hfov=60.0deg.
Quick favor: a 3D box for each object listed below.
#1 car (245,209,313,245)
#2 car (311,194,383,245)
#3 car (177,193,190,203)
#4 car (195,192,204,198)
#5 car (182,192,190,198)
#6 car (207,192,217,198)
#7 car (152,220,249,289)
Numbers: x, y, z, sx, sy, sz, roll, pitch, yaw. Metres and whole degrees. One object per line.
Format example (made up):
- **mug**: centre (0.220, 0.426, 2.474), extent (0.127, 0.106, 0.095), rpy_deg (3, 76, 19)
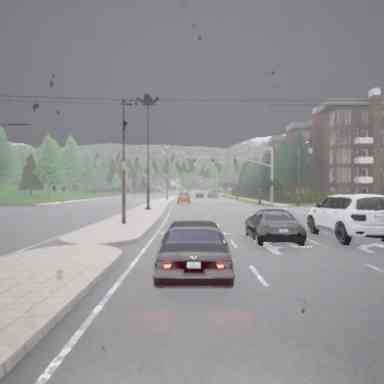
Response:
- **car**: centre (3.580, 1.448, 14.818), extent (1.994, 1.385, 4.181), rpy_deg (0, 0, 1)
- **car**: centre (7.042, 1.104, 14.919), extent (2.150, 2.045, 5.566), rpy_deg (0, 0, 0)
- **car**: centre (-1.340, 0.926, 54.840), extent (2.097, 1.767, 4.553), rpy_deg (0, 0, -1)
- **car**: centre (2.007, 0.811, 85.702), extent (1.882, 1.535, 5.008), rpy_deg (0, 0, 0)
- **car**: centre (-1.493, 0.858, 85.665), extent (1.812, 1.442, 4.674), rpy_deg (0, 0, 0)
- **car**: centre (5.507, 0.873, 85.709), extent (2.033, 1.411, 5.357), rpy_deg (0, 0, 0)
- **car**: centre (0.044, 1.476, 9.097), extent (2.033, 1.411, 5.357), rpy_deg (0, 0, 0)
